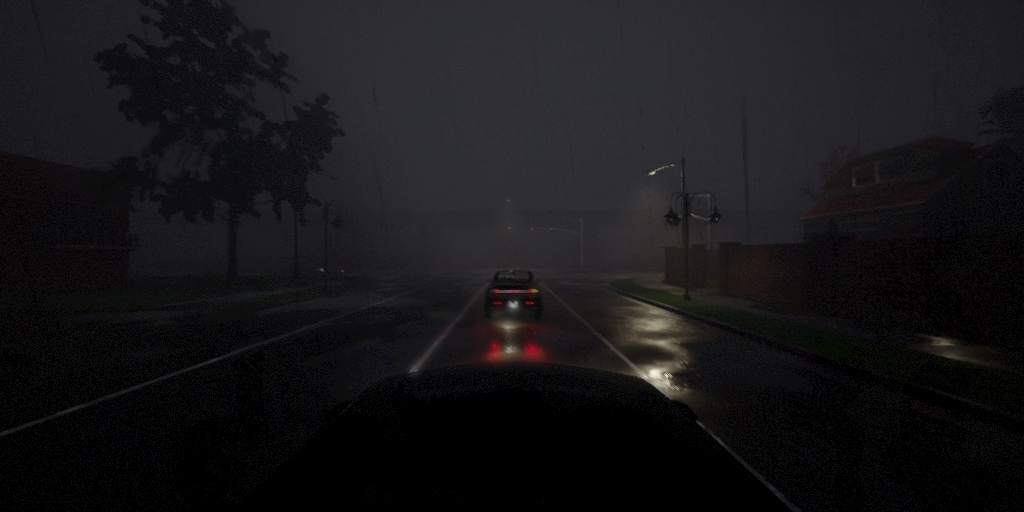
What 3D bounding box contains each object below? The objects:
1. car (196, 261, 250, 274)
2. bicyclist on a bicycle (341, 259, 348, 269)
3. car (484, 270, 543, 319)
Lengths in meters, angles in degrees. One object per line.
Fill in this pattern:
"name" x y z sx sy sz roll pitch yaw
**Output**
"car" -31.832 1.301 39.995 4.674 1.442 1.812 0 0 2
"bicyclist on a bicycle" -27.057 1.243 57.819 0.582 1.620 1.656 0 0 14
"car" 0.065 1.250 12.887 2.128 1.511 4.902 0 0 0
